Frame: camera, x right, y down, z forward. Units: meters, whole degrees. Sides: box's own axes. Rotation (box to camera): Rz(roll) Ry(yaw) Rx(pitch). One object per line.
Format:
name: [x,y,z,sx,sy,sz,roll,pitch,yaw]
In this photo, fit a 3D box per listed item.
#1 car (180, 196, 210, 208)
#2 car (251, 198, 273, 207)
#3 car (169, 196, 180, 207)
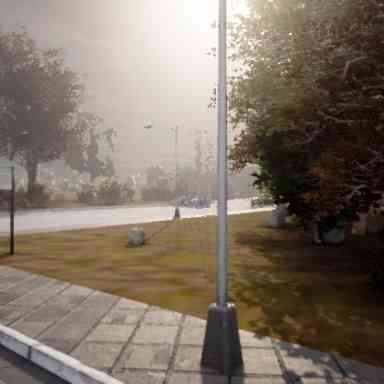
car: [0.822,1.398,47.063,1.812,1.442,4.674,0,0,37]
car: [10.129,1.345,47.768,2.128,1.511,4.902,0,1,35]
car: [-1.436,1.350,49.883,2.128,1.511,4.902,0,0,37]
